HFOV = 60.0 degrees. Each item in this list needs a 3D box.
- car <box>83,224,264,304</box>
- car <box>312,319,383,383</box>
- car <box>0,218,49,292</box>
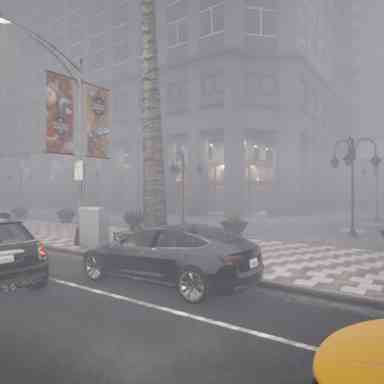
[{"bbox_3d":[-0.633,1.519,8.235,4.786,1.482,2.161,0,0,35],"label":"car"},{"bbox_3d":[3.217,1.476,1.699,5.008,1.535,1.882,0,0,36],"label":"car"},{"bbox_3d":[-5.427,1.362,7.852,4.553,1.767,2.097,0,0,35],"label":"car"}]
